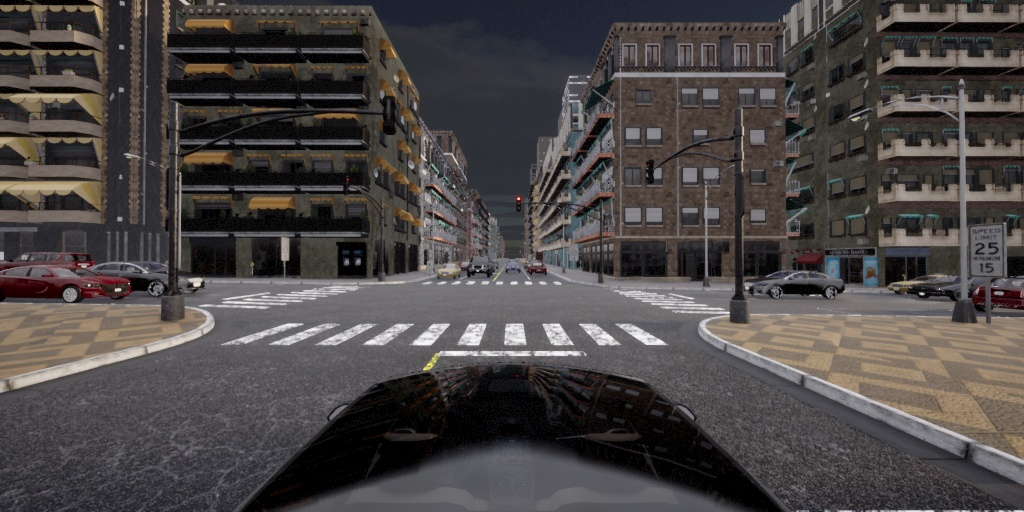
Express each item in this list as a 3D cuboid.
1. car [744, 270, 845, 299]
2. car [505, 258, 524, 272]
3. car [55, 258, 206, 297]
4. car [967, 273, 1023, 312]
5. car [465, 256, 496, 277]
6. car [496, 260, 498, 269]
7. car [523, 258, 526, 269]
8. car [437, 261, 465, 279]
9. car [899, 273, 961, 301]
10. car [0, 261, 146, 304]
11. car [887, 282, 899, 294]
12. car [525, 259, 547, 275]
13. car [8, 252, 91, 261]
[{"bbox_3d":[15.318,1.522,19.647,4.902,1.511,2.128,1,-1,-1],"label":"car"},{"bbox_3d":[0.131,1.308,45.400,2.033,1.411,5.357,0,0,0],"label":"car"},{"bbox_3d":[-16.738,0.991,16.233,4.902,1.511,2.128,1,-1,-1],"label":"car"},{"bbox_3d":[20.843,1.500,13.920,4.097,1.591,1.967,0,0,0],"label":"car"},{"bbox_3d":[-3.076,0.979,35.167,2.150,2.045,5.566,0,0,0],"label":"car"},{"bbox_3d":[-3.068,1.265,45.206,1.837,1.490,4.892,0,0,0],"label":"car"},{"bbox_3d":[2.721,1.200,43.787,1.967,1.591,4.097,0,0,0],"label":"car"},{"bbox_3d":[-5.668,1.282,32.590,1.751,1.417,4.829,0,0,0],"label":"car"},{"bbox_3d":[25.178,1.732,19.710,5.357,1.411,2.033,1,-1,0],"label":"car"},{"bbox_3d":[-17.254,1.011,13.626,4.507,1.381,1.888,0,0,0],"label":"car"},{"bbox_3d":[26.261,1.754,22.272,4.829,1.417,1.751,0,0,0],"label":"car"},{"bbox_3d":[2.717,1.303,38.263,1.888,1.381,4.507,0,0,0],"label":"car"},{"bbox_3d":[-28.632,0.686,21.928,5.009,1.841,2.192,0,0,0],"label":"car"}]
